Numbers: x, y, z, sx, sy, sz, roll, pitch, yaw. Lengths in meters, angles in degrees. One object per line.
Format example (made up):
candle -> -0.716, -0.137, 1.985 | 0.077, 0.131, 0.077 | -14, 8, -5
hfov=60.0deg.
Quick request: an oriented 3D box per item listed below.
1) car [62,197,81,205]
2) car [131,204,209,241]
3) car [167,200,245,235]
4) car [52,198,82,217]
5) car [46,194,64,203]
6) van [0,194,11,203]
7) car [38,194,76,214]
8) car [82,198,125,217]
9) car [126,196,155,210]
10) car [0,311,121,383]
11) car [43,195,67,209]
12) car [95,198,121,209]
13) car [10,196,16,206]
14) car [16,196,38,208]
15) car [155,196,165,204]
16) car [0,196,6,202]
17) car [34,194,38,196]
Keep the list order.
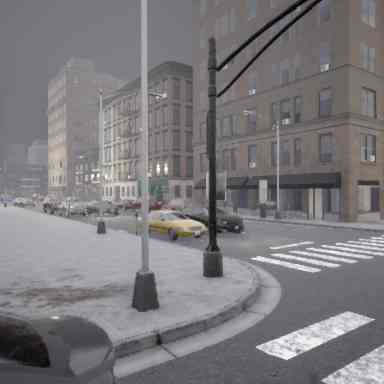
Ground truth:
car -> -21.299, 1.525, 58.679 | 2.008, 1.369, 4.403 | 0, 0, -36
car -> -1.154, 1.545, 17.138 | 1.752, 1.417, 4.829 | 0, 0, -36
car -> 0.806, 1.486, 18.761 | 1.882, 1.535, 5.008 | 0, 1, -36
car -> -11.209, 1.567, 31.038 | 2.008, 1.369, 4.403 | 0, 0, -36
car -> -27.936, 1.288, 67.853 | 2.192, 1.841, 5.009 | 0, 0, -36
van -> -37.757, 1.352, 67.738 | 1.690, 1.788, 3.998 | 0, 0, -36
car -> -14.528, 1.331, 35.625 | 2.192, 1.841, 5.009 | 0, 0, -36
car -> -8.542, 1.511, 31.688 | 1.837, 1.490, 4.892 | 0, 0, -36
car -> -4.707, 1.294, 35.741 | 2.192, 1.841, 5.009 | 0, 0, -36
car -> -2.640, 1.504, 1.337 | 4.892, 1.490, 1.837 | 0, 0, -38
car -> -19.211, 1.356, 46.599 | 2.097, 1.767, 4.553 | 0, 0, -36
car -> -11.443, 1.502, 45.054 | 1.752, 1.417, 4.829 | 0, 0, -36
car -> -27.701, 1.537, 53.838 | 1.752, 1.417, 4.829 | 0, 0, -36
car -> -24.482, 1.595, 49.389 | 1.802, 1.307, 4.206 | 0, 0, -36
car -> -1.388, 1.420, 31.153 | 1.967, 1.590, 4.097 | 0, 0, -36
car -> -44.393, 1.561, 76.913 | 2.008, 1.369, 4.403 | 0, 0, -36
car -> -34.572, 1.538, 77.029 | 1.947, 1.339, 4.313 | 0, 0, -36
